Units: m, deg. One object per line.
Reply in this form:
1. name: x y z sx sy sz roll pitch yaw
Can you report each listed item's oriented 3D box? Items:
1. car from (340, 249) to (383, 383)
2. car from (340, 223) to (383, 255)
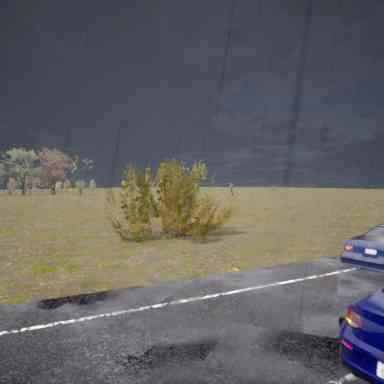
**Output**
1. car: 3.886 1.526 4.188 4.674 1.442 1.812 0 0 -29
2. car: 6.599 1.550 9.780 5.357 1.411 2.033 0 0 -34
